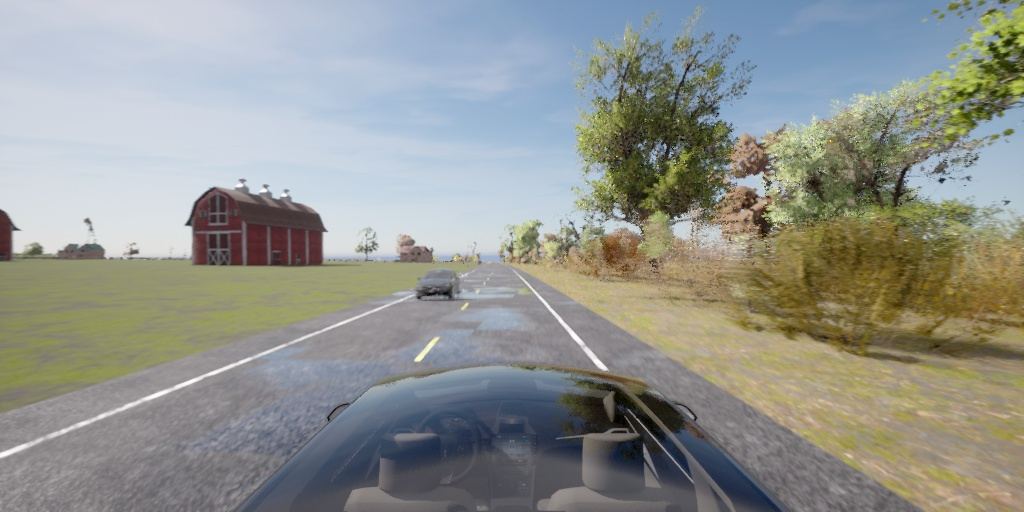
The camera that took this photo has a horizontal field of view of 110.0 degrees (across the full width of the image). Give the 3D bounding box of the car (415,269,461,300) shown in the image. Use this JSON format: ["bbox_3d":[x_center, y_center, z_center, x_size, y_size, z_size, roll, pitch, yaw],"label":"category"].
[{"bbox_3d":[-3.866,1.459,19.409,1.837,1.490,4.892,-1,-1,-1],"label":"car"}]
